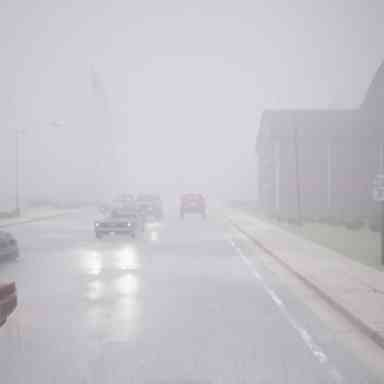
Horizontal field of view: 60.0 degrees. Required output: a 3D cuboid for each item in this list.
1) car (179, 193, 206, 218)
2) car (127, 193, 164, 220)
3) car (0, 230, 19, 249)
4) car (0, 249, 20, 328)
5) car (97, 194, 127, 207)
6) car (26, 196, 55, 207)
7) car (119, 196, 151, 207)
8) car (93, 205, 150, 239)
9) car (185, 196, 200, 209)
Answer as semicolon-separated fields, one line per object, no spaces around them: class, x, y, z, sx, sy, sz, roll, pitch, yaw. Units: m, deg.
car;0.059;1.110;29.303;2.150;2.045;5.566;0;0;0
car;-3.538;1.112;27.259;2.150;2.045;5.566;0;1;0
car;-7.723;1.444;9.998;4.611;1.667;2.242;0;0;0
car;-3.601;1.591;2.881;1.895;1.301;4.718;0;0;0
car;-7.602;1.183;34.203;3.866;1.878;1.905;0;0;0
car;-20.974;1.347;46.560;3.905;1.438;1.784;0;0;0
car;-8.103;1.324;47.689;4.193;1.474;1.816;0;0;0
car;-3.517;1.536;17.015;1.895;1.301;4.718;0;0;0
car;0.040;1.306;44.309;1.882;1.535;5.008;0;0;0
